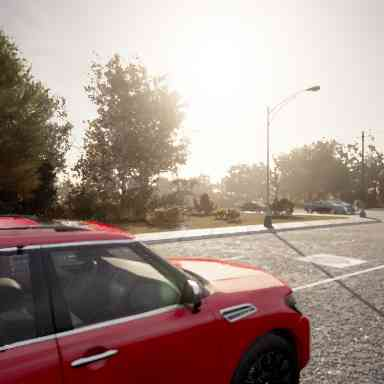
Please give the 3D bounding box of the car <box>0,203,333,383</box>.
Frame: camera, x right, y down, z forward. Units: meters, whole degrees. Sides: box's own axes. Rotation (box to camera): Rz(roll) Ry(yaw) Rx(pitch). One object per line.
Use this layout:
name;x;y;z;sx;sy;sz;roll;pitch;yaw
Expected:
car;-1.322;1.224;2.792;5.566;2.045;2.150;0;0;-38

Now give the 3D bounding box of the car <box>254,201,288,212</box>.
car;11.384;2.147;48.294;1.837;1.490;4.892;0;-3;-32

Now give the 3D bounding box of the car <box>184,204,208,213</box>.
car;0.648;2.888;58.915;1.837;1.490;4.892;0;-3;-32

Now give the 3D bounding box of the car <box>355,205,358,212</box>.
car;17.015;1.745;39.253;2.128;1.511;4.902;0;-2;-33

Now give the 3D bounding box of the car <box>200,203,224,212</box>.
car;3.619;2.899;60.767;1.837;1.490;4.892;0;-3;-32

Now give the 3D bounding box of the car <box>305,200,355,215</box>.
car;14.633;1.708;36.485;2.128;1.511;4.902;0;-1;-32
